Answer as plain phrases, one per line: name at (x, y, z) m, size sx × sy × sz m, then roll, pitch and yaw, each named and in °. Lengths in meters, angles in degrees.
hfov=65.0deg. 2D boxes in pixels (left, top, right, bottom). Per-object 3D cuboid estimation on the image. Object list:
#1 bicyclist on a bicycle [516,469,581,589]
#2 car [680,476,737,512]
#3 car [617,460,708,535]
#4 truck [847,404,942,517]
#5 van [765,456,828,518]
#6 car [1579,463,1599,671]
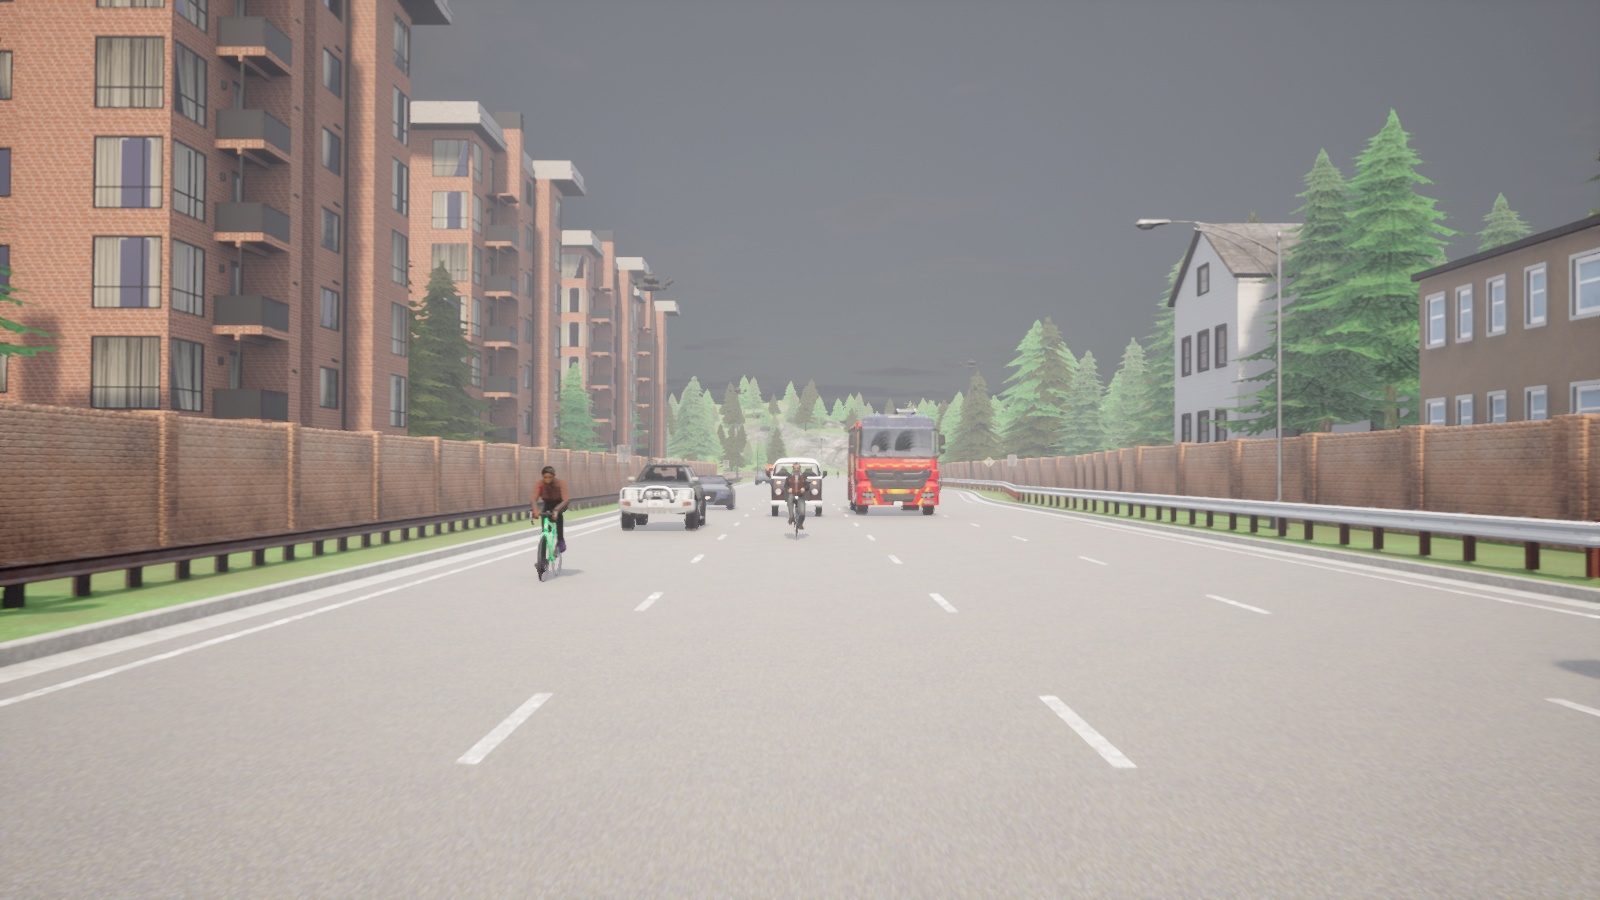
bicyclist on a bicycle at (-3.543, 1.079, 17.792) m, size 0.582 × 1.620 × 1.656 m, roll 0°, pitch -1°, yaw 0°
car at (-3.622, 1.740, 50.574) m, size 1.994 × 1.385 × 4.181 m, roll 0°, pitch -1°, yaw 0°
car at (-3.582, 1.206, 33.460) m, size 1.932 × 1.855 × 4.605 m, roll 0°, pitch -1°, yaw 0°
truck at (3.382, 0.423, 47.011) m, size 2.891 × 3.827 × 8.468 m, roll 0°, pitch -1°, yaw 0°
van at (-0.106, 1.268, 43.621) m, size 2.069 × 2.038 × 4.480 m, roll 0°, pitch -1°, yaw 0°
car at (6.982, 0.844, 7.099) m, size 1.801 × 1.575 × 5.366 m, roll 0°, pitch -1°, yaw 0°
